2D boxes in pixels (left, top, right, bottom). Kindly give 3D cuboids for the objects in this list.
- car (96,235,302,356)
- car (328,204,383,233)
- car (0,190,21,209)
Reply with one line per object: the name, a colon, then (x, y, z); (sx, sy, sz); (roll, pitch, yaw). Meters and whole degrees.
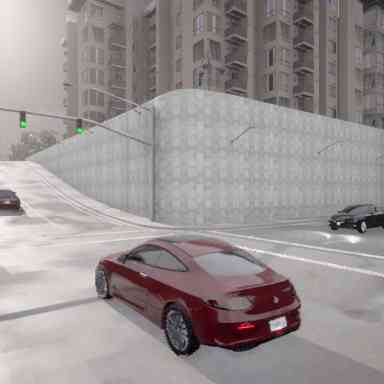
car: (-0.234, 1.528, 6.145); (1.812, 1.442, 4.674); (0, 0, -36)
car: (10.067, 1.505, 19.786); (4.892, 1.490, 1.837); (0, 0, -36)
car: (-15.300, 0.487, 27.093); (1.994, 1.385, 4.181); (0, 8, -36)
